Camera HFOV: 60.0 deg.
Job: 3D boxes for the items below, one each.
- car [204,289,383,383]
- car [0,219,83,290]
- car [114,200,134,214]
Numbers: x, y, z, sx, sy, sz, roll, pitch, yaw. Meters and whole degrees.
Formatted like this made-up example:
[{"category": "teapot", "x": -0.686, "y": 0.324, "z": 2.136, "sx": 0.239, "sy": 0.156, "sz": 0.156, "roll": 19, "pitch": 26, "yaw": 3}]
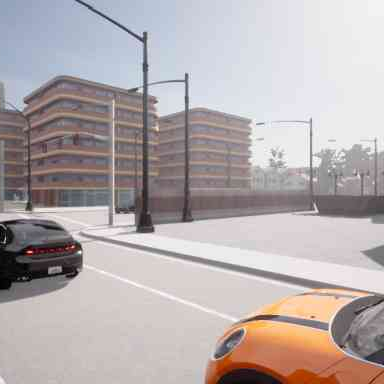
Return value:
[{"category": "car", "x": 2.264, "y": 1.352, "z": 2.345, "sx": 4.553, "sy": 1.767, "sz": 2.097, "roll": 0, "pitch": 0, "yaw": 40}, {"category": "car", "x": -4.726, "y": 1.505, "z": 9.238, "sx": 1.837, "sy": 1.490, "sz": 4.892, "roll": 0, "pitch": 0, "yaw": -43}, {"category": "car", "x": -5.997, "y": 1.547, "z": 35.292, "sx": 5.357, "sy": 1.411, "sz": 2.033, "roll": 0, "pitch": 0, "yaw": -44}]
